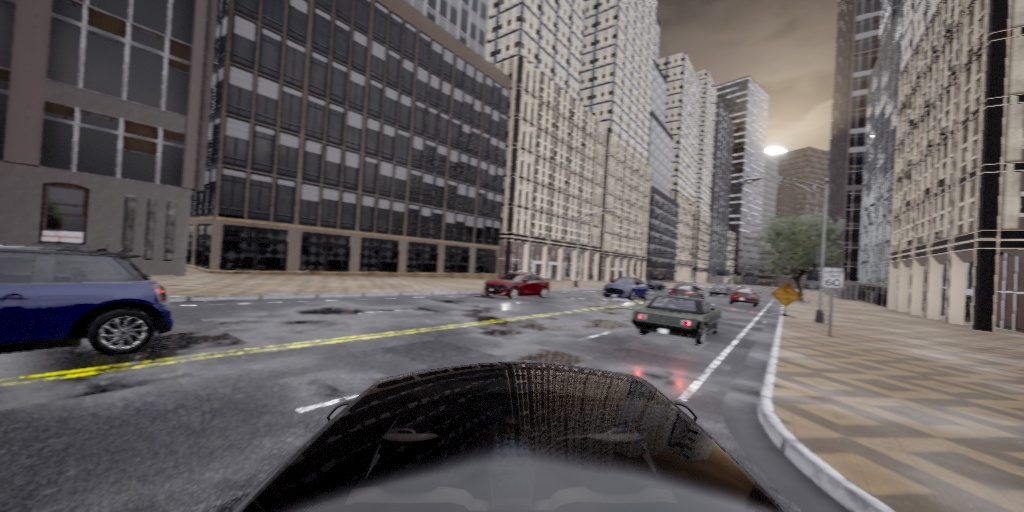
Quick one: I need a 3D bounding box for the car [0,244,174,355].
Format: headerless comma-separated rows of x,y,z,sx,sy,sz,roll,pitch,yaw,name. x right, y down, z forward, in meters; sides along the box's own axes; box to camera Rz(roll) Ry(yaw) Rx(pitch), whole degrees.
-8.031,0.582,5.157,2.097,1.767,4.553,3,-2,38,car

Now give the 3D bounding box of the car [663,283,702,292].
13.245,2.852,27.256,1.812,1.442,4.674,3,-2,38,car

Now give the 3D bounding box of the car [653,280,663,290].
16.675,3.537,42.623,1.895,1.301,4.718,3,-2,38,car

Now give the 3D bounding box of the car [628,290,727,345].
5.755,2.024,12.150,1.895,1.301,4.718,3,-2,38,car

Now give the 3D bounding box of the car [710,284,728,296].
24.573,4.057,42.072,2.033,1.411,5.357,3,-2,38,car

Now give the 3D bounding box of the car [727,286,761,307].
19.890,3.423,30.593,1.812,1.442,4.674,3,-2,38,car

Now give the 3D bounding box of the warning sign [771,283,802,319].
14.791,2.379,19.461,1.300,1.860,1.060,0,0,38,warning sign

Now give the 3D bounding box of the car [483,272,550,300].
0.406,1.718,21.505,1.882,1.535,5.008,3,-2,38,car

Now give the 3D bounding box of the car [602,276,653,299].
8.528,2.316,26.753,2.097,1.767,4.553,3,-2,38,car
